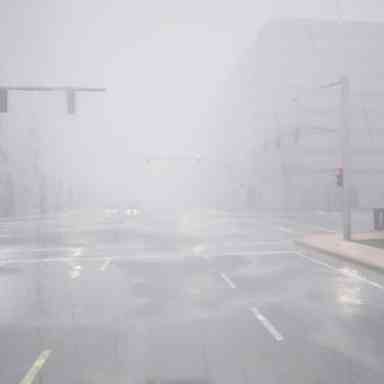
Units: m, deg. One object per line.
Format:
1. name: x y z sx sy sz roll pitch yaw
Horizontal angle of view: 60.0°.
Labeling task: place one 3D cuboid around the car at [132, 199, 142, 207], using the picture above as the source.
1. car: -12.005 2.388 73.070 1.837 1.490 4.892 0 -1 -7

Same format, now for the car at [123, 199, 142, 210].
1. car: -10.155 2.193 57.141 2.128 1.511 4.902 0 -1 -6

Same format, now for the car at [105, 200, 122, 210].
1. car: -13.615 2.293 56.592 1.994 1.385 4.181 0 -1 -6
